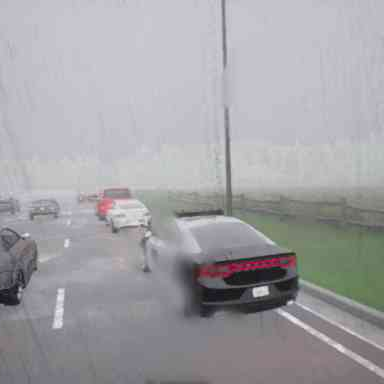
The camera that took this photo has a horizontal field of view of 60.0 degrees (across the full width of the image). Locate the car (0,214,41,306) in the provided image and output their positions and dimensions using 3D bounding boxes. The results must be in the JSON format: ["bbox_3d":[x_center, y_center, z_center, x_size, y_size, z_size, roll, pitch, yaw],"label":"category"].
[{"bbox_3d":[-4.670,1.476,7.372,1.994,1.385,4.181,-3,2,-20],"label":"car"}]

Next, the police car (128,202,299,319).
[{"bbox_3d":[0.107,1.178,7.206,1.930,1.638,5.238,-3,2,-20],"label":"police car"}]

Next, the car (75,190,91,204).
[{"bbox_3d":[-13.228,0.743,41.327,1.895,1.301,4.718,-3,2,-19],"label":"car"}]

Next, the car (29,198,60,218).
[{"bbox_3d":[-10.799,1.135,24.459,2.033,1.411,5.357,-3,2,-20],"label":"car"}]

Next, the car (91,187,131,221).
[{"bbox_3d":[-5.275,0.692,22.183,2.150,2.045,5.566,-3,2,-20],"label":"car"}]

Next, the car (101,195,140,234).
[{"bbox_3d":[-3.228,1.101,16.517,1.812,1.442,4.674,-3,2,-20],"label":"car"}]

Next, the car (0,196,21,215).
[{"bbox_3d":[-15.956,1.131,28.468,2.128,1.511,4.902,-3,2,-20],"label":"car"}]
